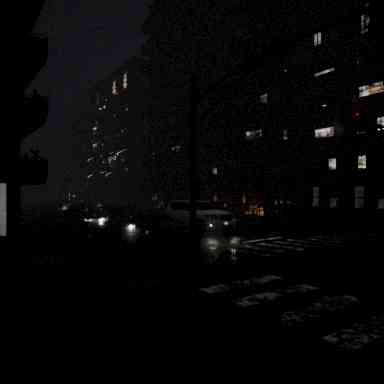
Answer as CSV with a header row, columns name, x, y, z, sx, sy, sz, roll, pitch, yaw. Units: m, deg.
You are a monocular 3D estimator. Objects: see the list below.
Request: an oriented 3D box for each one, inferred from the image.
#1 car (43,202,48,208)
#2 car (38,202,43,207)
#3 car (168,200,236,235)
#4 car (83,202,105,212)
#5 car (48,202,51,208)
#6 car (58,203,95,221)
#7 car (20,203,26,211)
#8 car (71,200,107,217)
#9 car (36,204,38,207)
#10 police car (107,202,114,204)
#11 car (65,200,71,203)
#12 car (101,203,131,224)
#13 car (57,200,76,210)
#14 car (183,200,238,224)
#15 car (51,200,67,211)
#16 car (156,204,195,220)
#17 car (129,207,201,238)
name,x,y,z,sx,sy,sz,roll,pitch,yaw
car,-31.712,2.972,75.492,1.947,1.339,4.313,-1,0,-36
car,-35.038,3.049,80.077,1.887,1.381,4.507,-1,0,-36
car,0.349,1.525,21.490,2.150,2.045,5.566,0,-1,-36
car,-16.312,2.432,55.097,1.882,1.535,5.008,0,-1,-36
car,-28.394,2.623,70.908,2.192,1.841,5.009,-1,0,-36
car,-11.838,2.163,33.863,1.887,1.381,4.507,-1,0,-36
car,-31.786,2.769,61.374,1.887,1.381,4.507,-1,0,-36
car,-12.031,2.035,38.584,2.097,1.767,4.553,0,-1,-36
car,-38.357,3.168,84.665,1.947,1.339,4.313,-1,0,-36
police car,-12.273,2.256,49.516,1.930,1.638,5.238,0,-1,-36
car,-17.652,2.419,51.766,2.128,1.511,4.902,0,-1,-36
car,-6.083,2.049,30.359,2.033,1.411,5.357,0,-1,-36
car,-25.069,2.524,66.322,2.192,1.841,5.009,-1,0,-36
car,1.527,1.713,29.643,2.192,1.841,5.009,-1,0,-36
car,-23.181,2.600,59.394,1.837,1.490,4.892,0,-1,-36
car,-1.791,2.045,34.227,1.887,1.381,4.507,-1,0,-36
car,-1.764,1.833,19.970,1.752,1.417,4.829,-1,0,-36
